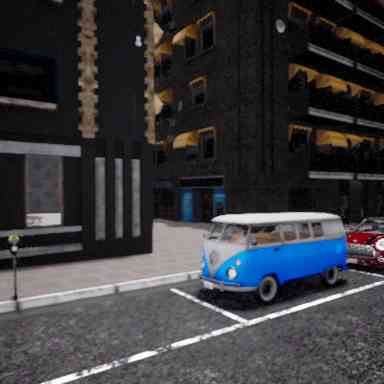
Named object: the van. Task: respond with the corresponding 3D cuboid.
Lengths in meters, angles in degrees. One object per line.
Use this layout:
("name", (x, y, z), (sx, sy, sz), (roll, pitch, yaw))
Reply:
("van", (2.054, 1.405, 8.042), (3.998, 1.788, 1.690), (1, -1, -35))

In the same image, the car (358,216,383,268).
("car", (6.459, 1.558, 11.177), (4.097, 1.590, 1.967), (1, -1, -35))
